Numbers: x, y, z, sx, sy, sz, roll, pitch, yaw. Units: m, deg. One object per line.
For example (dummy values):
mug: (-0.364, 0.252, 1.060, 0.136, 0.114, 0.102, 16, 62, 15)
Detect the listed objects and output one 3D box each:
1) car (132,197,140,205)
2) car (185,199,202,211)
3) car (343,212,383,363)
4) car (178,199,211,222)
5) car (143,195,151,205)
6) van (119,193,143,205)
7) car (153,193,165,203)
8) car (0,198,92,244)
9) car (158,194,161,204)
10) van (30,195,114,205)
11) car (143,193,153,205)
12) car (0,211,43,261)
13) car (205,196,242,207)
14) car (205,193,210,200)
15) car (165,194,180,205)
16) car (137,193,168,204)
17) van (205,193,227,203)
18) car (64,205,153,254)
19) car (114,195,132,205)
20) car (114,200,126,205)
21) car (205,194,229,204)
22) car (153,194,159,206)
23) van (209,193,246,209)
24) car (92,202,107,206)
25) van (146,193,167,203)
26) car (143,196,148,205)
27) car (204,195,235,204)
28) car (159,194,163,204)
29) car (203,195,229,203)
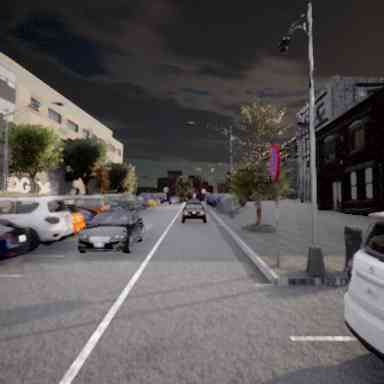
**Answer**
car: (-7.578, 1.459, 29.889, 5.008, 1.535, 2.097, 0, 0, 0)
car: (0.192, 1.572, 41.295, 1.895, 1.301, 4.718, 0, 0, 0)
car: (4.717, 1.226, 3.793, 5.566, 2.045, 2.435, 0, 0, 0)
car: (0.157, 1.528, 25.967, 2.033, 1.411, 5.357, 0, 0, 0)
car: (-7.558, 1.454, 38.395, 4.892, 1.521, 2.231, 0, 0, 0)
van: (-7.460, 1.231, 32.807, 4.442, 1.987, 1.878, 0, 0, 0)
car: (-7.485, 1.467, 60.744, 4.792, 1.488, 2.163, 0, 0, 0)
car: (-7.583, 1.343, 16.046, 4.553, 1.767, 2.185, 0, 0, 0)
car: (-7.568, 1.475, 49.568, 4.792, 1.488, 2.163, 0, 0, 0)
van: (-7.719, 1.239, 21.633, 4.442, 1.987, 1.878, 0, 0, 0)
car: (-7.526, 1.326, 41.186, 4.553, 1.767, 2.185, 0, 0, 0)
car: (-7.656, 1.502, 10.459, 4.792, 1.488, 2.163, 0, 0, 0)
car: (4.605, 1.442, 49.691, 5.366, 1.575, 1.946, 0, 0, 0)
car: (4.813, 1.195, 47.025, 5.566, 2.045, 2.435, 0, 0, 0)
car: (-2.932, 1.451, 56.221, 2.128, 1.511, 4.902, 0, 0, 1)
car: (-7.480, 1.184, 63.537, 5.566, 2.045, 2.435, 0, 0, 0)
van: (4.951, 1.233, 69.340, 4.442, 1.987, 1.878, 0, -1, 0)
car: (-3.070, 1.482, 13.450, 2.128, 1.511, 4.902, 0, 0, 0)
car: (-7.620, 1.335, 27.219, 4.553, 1.767, 2.185, 0, 0, 0)
car: (-7.593, 1.503, 24.427, 4.674, 1.452, 2.002, 0, 0, 0)
car: (4.791, 1.309, 63.774, 4.553, 1.767, 2.185, 0, 0, 0)
car: (-7.731, 1.444, 46.776, 5.366, 1.575, 1.946, 0, 0, 0)
van: (4.895, 1.223, 44.233, 4.442, 1.987, 1.878, 0, 0, 0)
car: (-7.636, 1.496, 18.837, 4.792, 1.488, 2.163, 0, 0, 0)
van: (-7.607, 1.271, 71.893, 4.442, 1.987, 1.878, 0, -1, 0)
car: (-7.577, 1.456, 35.601, 4.892, 1.521, 2.231, 0, 0, 0)
car: (5.001, 1.434, 60.855, 5.366, 1.575, 1.946, 0, 0, 0)
car: (-7.719, 1.440, 52.363, 5.366, 1.575, 1.946, 0, 0, 0)
car: (4.834, 1.437, 66.563, 5.008, 1.535, 2.097, 0, 0, 0)
